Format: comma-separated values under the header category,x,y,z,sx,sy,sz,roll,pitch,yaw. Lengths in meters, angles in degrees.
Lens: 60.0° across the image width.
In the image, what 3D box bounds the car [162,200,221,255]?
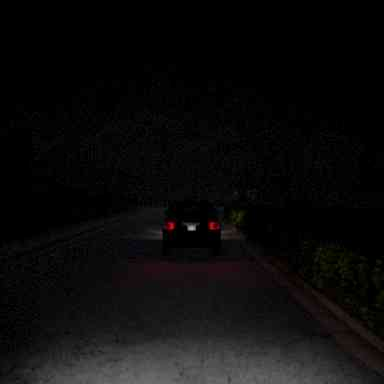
category,x,y,z,sx,sy,sz,roll,pitch,yaw
car,-0.011,1.350,14.024,2.150,2.045,5.566,0,0,0

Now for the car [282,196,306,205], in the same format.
category,x,y,z,sx,sy,sz,roll,pitch,yaw
car,18.786,1.771,58.689,5.566,2.045,2.150,0,-1,0
